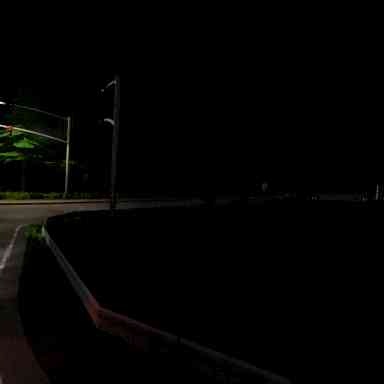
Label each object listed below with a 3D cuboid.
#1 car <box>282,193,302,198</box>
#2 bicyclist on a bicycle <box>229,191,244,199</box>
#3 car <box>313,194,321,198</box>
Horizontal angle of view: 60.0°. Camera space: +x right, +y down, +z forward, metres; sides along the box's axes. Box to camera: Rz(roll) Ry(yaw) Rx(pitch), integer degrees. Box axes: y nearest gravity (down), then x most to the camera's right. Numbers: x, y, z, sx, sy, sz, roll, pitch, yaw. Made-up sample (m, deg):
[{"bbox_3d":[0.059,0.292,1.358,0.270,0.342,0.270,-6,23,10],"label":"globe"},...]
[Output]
[{"bbox_3d":[15.727,0.706,52.120,2.128,1.511,4.902,5,3,37],"label":"car"},{"bbox_3d":[4.426,0.694,31.884,1.656,1.620,0.582,41,23,28],"label":"bicyclist on a bicycle"},{"bbox_3d":[21.986,0.693,60.338,1.837,1.490,4.892,5,3,37],"label":"car"}]
